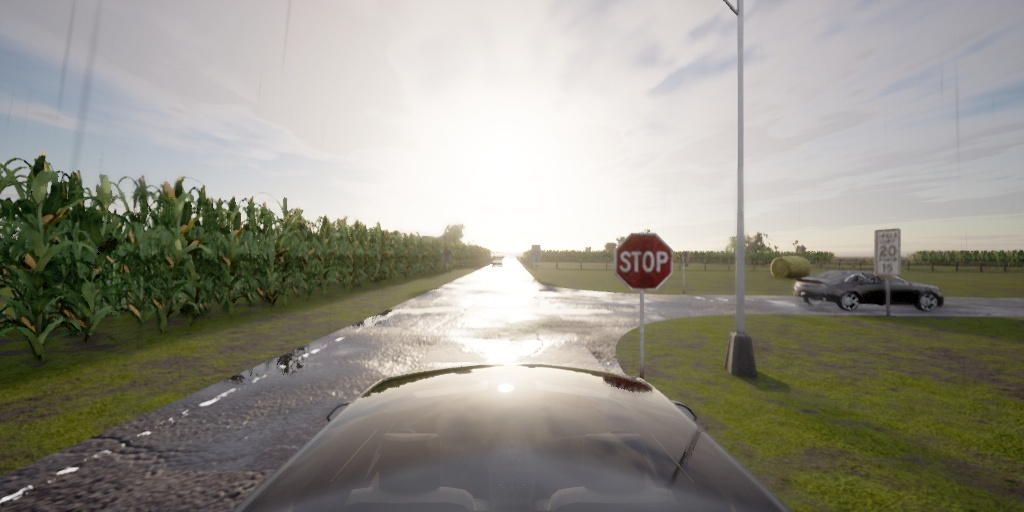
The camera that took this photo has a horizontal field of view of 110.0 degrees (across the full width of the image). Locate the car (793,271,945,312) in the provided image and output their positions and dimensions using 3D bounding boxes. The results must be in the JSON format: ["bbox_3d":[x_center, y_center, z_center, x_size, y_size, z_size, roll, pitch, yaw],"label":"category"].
[{"bbox_3d":[14.087,1.335,14.304,4.902,1.511,2.128,0,0,1],"label":"car"}]
